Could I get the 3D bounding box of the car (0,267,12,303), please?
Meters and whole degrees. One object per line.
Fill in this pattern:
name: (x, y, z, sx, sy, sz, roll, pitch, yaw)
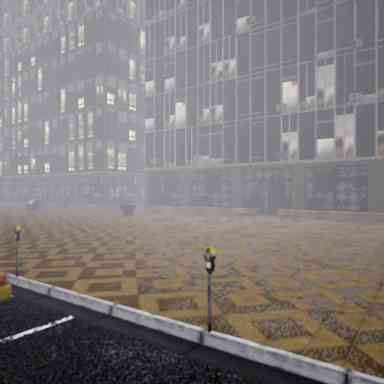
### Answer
car: (-5.552, 1.541, 6.803, 4.829, 1.417, 1.752, 0, 0, 35)
